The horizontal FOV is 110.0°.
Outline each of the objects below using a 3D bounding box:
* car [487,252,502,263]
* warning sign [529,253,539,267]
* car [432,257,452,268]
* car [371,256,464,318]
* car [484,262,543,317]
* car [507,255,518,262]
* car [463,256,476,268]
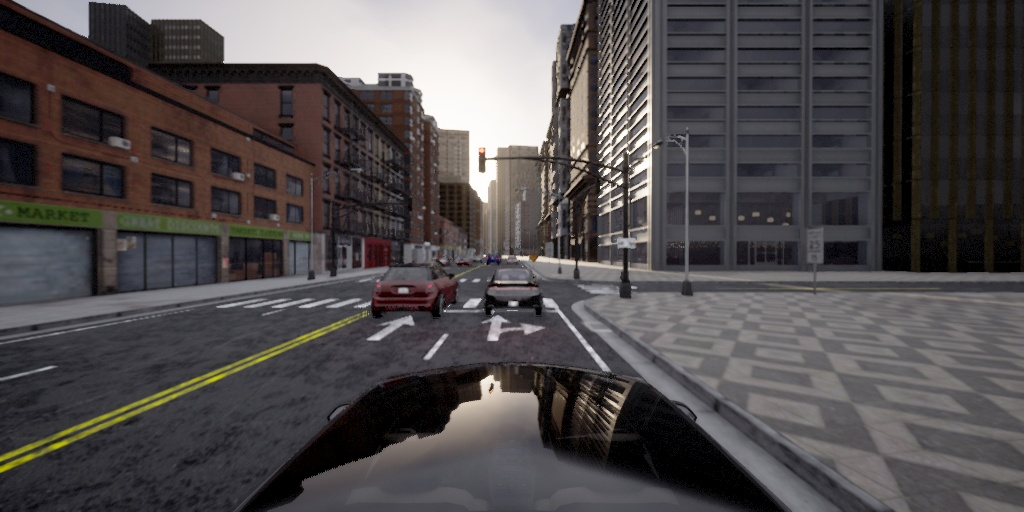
[{"bbox_3d":[-3.194,0.459,62.319,2.150,2.045,5.566,0,1,1],"label":"car"},{"bbox_3d":[2.866,0.485,47.224,1.300,1.860,1.060,0,0,0],"label":"warning sign"},{"bbox_3d":[-9.810,0.903,50.648,1.994,1.385,4.181,0,0,0],"label":"car"},{"bbox_3d":[-3.191,1.015,12.708,2.097,1.767,4.553,0,0,0],"label":"car"},{"bbox_3d":[0.060,1.153,12.816,2.128,1.511,4.902,0,0,0],"label":"car"},{"bbox_3d":[0.072,0.818,64.175,1.895,1.301,4.718,0,0,0],"label":"car"},{"bbox_3d":[-6.565,0.942,50.277,1.895,1.301,4.718,0,1,0],"label":"car"}]
